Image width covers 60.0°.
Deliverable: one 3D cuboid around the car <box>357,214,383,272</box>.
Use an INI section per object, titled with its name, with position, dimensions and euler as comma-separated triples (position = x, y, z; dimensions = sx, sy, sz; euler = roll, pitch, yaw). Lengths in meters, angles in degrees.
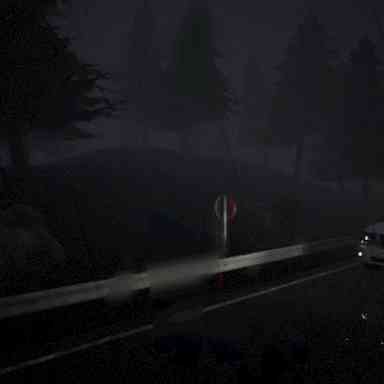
[car]
position = 7.110, 1.229, 9.936
dimensions = 5.566, 2.045, 2.150
euler = 0, 0, -39
